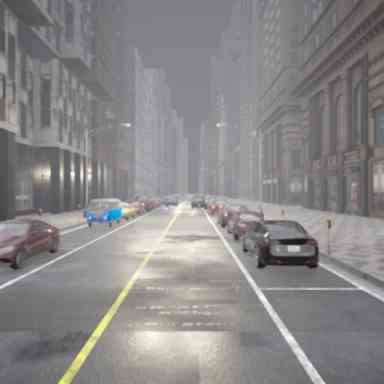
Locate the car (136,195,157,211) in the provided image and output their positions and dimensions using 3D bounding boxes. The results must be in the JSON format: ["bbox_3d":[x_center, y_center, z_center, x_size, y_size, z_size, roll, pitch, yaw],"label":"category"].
[{"bbox_3d":[-5.793,1.331,39.052,2.192,1.841,5.009,0,0,0],"label":"car"}]

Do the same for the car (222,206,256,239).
[{"bbox_3d":[2.749,1.587,16.666,1.802,1.307,4.206,0,0,0],"label":"car"}]

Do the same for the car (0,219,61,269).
[{"bbox_3d":[-5.772,1.586,11.041,1.802,1.307,4.206,0,0,0],"label":"car"}]

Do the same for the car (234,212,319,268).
[{"bbox_3d":[2.753,1.569,11.064,1.947,1.339,4.313,0,0,0],"label":"car"}]

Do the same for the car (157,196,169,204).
[{"bbox_3d":[-5.812,1.603,67.062,1.947,1.339,4.313,0,0,0],"label":"car"}]

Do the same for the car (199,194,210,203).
[{"bbox_3d":[2.708,1.358,72.683,2.192,1.841,5.009,0,0,0],"label":"car"}]

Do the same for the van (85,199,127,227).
[{"bbox_3d":[-5.781,1.349,22.246,1.690,1.788,3.998,0,0,0],"label":"van"}]

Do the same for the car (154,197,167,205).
[{"bbox_3d":[-5.808,1.598,61.460,1.947,1.339,4.313,0,0,0],"label":"car"}]

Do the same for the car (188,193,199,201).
[{"bbox_3d":[0.862,1.376,53.483,2.097,1.767,4.553,0,0,0],"label":"car"}]

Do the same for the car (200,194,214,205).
[{"bbox_3d":[2.716,1.347,61.479,2.192,1.841,5.009,0,0,0],"label":"car"}]

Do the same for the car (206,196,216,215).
[{"bbox_3d":[2.737,1.453,33.470,1.967,1.590,4.097,0,0,0],"label":"car"}]

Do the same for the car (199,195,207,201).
[{"bbox_3d":[2.701,1.496,83.886,1.967,1.590,4.097,0,0,0],"label":"car"}]

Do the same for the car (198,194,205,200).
[{"bbox_3d":[2.693,1.510,95.089,1.967,1.590,4.097,0,0,0],"label":"car"}]

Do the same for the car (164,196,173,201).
[{"bbox_3d":[-5.824,1.601,83.869,1.887,1.381,4.507,0,0,0],"label":"car"}]

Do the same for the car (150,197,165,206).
[{"bbox_3d":[-5.804,1.578,55.858,2.008,1.369,4.403,0,0,0],"label":"car"}]

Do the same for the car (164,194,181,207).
[{"bbox_3d":[-3.114,1.501,51.312,1.882,1.535,5.008,0,0,0],"label":"car"}]

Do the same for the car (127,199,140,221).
[{"bbox_3d":[-5.784,1.536,27.678,1.752,1.417,4.829,0,0,0],"label":"car"}]

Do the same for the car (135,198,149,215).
[{"bbox_3d":[-5.788,1.595,33.450,1.802,1.307,4.206,0,0,0],"label":"car"}]

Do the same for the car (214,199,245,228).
[{"bbox_3d":[2.745,1.448,22.267,1.967,1.590,4.097,0,0,0],"label":"car"}]

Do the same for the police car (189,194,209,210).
[{"bbox_3d":[0.870,1.444,43.623,1.930,1.638,5.238,0,0,0],"label":"police car"}]

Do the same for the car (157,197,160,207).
[{"bbox_3d":[-5.796,1.602,44.654,1.802,1.307,4.206,0,0,0],"label":"car"}]

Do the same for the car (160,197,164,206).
[{"bbox_3d":[-5.800,1.463,50.256,1.967,1.590,4.097,0,0,0],"label":"car"}]

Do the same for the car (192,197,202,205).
[{"bbox_3d":[0.858,1.556,59.513,1.812,1.442,4.674,0,0,0],"label":"car"}]

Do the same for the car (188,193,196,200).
[{"bbox_3d":[-0.061,1.278,90.212,2.097,1.767,4.553,0,0,0],"label":"car"}]
